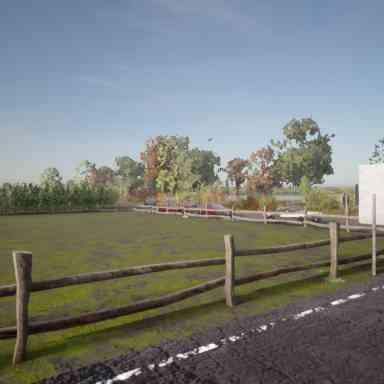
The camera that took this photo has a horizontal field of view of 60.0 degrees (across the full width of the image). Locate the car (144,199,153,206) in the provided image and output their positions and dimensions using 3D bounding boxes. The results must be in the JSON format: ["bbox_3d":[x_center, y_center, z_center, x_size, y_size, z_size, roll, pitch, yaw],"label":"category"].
[{"bbox_3d":[-8.607,2.249,67.438,2.128,1.511,4.902,0,-1,-19],"label":"car"}]

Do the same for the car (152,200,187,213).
[{"bbox_3d":[-3.058,1.981,43.668,1.882,1.535,5.008,-1,0,-29],"label":"car"}]

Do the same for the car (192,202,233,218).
[{"bbox_3d":[2.299,1.896,35.097,1.812,1.442,4.674,-1,0,-34],"label":"car"}]

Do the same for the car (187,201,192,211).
[{"bbox_3d":[-0.812,2.012,45.527,1.812,1.442,4.674,-1,0,-28],"label":"car"}]

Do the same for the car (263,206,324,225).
[{"bbox_3d":[8.063,1.832,26.783,1.895,1.301,4.718,-1,0,-35],"label":"car"}]
